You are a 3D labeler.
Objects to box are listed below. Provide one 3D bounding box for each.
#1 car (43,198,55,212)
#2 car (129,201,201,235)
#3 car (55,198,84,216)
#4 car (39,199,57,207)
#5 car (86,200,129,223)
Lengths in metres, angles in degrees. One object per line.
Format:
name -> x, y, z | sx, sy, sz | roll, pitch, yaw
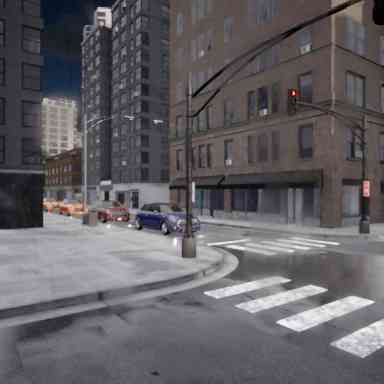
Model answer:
car -> -17.924, 1.541, 42.487 | 2.097, 1.767, 4.553 | 0, 0, -35
car -> -1.514, 1.419, 19.459 | 2.097, 1.767, 4.553 | 0, 0, -38
car -> -12.313, 1.500, 34.610 | 2.097, 1.767, 4.553 | 0, 0, -35
car -> -24.835, 1.862, 57.163 | 1.895, 1.301, 4.718 | 0, 0, -35
car -> -6.713, 1.459, 26.741 | 2.097, 1.767, 4.553 | 0, 0, -35
